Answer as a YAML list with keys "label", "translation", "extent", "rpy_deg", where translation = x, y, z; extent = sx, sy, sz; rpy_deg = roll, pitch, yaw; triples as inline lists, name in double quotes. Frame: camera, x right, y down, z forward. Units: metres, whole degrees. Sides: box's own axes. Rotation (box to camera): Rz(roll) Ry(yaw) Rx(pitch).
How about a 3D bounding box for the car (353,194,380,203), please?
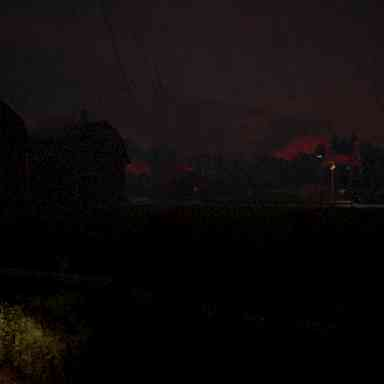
- label: "car"
  translation: [36.270, 1.577, 69.876]
  extent: [4.611, 1.667, 2.242]
  rpy_deg: [0, 0, 35]

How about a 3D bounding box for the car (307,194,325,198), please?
- label: "car"
  translation: [33.317, 1.425, 88.939]
  extent: [4.605, 1.855, 1.932]
  rpy_deg: [0, 0, 35]
